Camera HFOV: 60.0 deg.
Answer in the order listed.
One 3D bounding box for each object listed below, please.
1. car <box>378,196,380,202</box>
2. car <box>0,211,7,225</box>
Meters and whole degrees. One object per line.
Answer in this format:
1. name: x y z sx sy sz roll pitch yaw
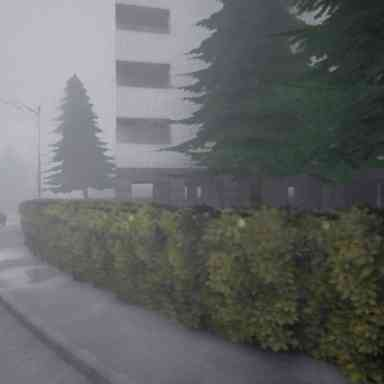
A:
1. car: 45.334 1.686 76.068 5.027 1.636 2.152 0 -1 -12
2. car: -15.663 1.982 25.422 1.994 1.385 4.181 0 -1 -14
